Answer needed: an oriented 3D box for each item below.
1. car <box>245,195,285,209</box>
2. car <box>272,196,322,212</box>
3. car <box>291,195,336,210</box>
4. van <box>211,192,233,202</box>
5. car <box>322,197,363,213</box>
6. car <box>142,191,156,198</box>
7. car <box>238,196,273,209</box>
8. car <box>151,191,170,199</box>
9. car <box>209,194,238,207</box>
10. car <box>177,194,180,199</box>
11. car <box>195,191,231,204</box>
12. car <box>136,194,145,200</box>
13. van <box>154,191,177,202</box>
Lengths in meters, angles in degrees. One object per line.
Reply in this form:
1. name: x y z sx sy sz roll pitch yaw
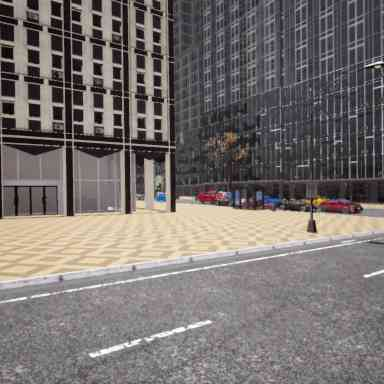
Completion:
1. car: 9.305 1.226 42.832 1.882 1.535 5.008 -1 1 -34
2. car: 11.110 1.424 35.364 1.947 1.339 4.313 0 1 -34
3. car: 14.715 1.219 40.573 1.882 1.535 5.008 -1 1 -34
4. van: 5.342 0.855 58.939 1.690 1.788 3.998 0 1 -34
5. car: 15.197 1.408 34.181 1.994 1.385 4.181 -1 1 -34
6. car: -10.658 0.685 82.426 1.967 1.590 4.097 0 1 -34
7. car: 7.924 1.388 40.073 1.802 1.307 4.206 0 1 -34
8. car: -7.458 0.614 77.727 2.192 1.841 5.009 0 1 -34
9. car: 4.772 1.319 44.803 1.947 1.339 4.313 0 1 -34
10. car: -4.257 0.935 73.034 1.802 1.307 4.206 0 1 -34
11. car: 3.315 0.873 51.634 2.150 2.045 5.566 -1 1 -34
12. car: -11.184 1.039 68.316 2.008 1.369 4.403 0 1 -34
13. van: -4.783 0.937 58.920 1.690 1.788 3.998 0 1 -34
